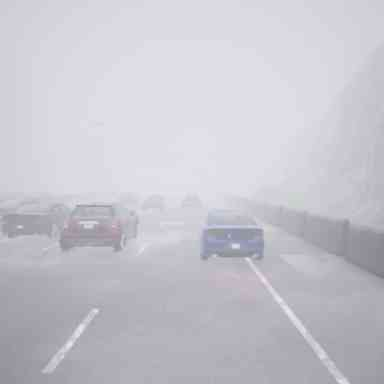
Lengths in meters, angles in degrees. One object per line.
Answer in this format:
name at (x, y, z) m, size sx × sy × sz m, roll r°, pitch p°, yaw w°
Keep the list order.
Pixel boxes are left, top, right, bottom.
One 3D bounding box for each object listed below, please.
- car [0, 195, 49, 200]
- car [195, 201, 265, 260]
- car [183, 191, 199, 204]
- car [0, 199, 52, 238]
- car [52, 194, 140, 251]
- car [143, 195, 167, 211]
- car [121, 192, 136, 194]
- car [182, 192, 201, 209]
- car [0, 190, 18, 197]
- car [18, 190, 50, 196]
car at (-10.455, 1.168, 20.426) m, size 1.812 × 1.442 × 4.674 m, roll 0°, pitch 1°, yaw 0°
car at (1.201, 1.291, 11.635) m, size 1.882 × 1.535 × 5.008 m, roll 0°, pitch 1°, yaw 0°
car at (-0.084, 0.665, 43.971) m, size 2.033 × 1.411 × 5.357 m, roll 0°, pitch 1°, yaw 0°
car at (-6.933, 1.213, 15.892) m, size 1.882 × 1.535 × 5.008 m, roll 0°, pitch 1°, yaw 0°
car at (-3.427, 1.138, 13.131) m, size 2.097 × 1.767 × 4.553 m, roll 0°, pitch 1°, yaw 0°
car at (-3.464, 0.951, 31.246) m, size 2.033 × 1.411 × 5.357 m, roll 0°, pitch 1°, yaw 0°
car at (-6.976, 0.783, 36.839) m, size 1.837 × 1.490 × 4.892 m, roll 0°, pitch 1°, yaw 0°
car at (-0.021, 0.913, 33.665) m, size 1.994 × 1.385 × 4.181 m, roll 0°, pitch 1°, yaw 0°
car at (-24.682, 0.574, 46.278) m, size 1.837 × 1.490 × 4.892 m, roll 0°, pitch 1°, yaw 0°
car at (-21.180, 0.565, 45.417) m, size 1.882 × 1.535 × 5.008 m, roll 0°, pitch 1°, yaw 0°
